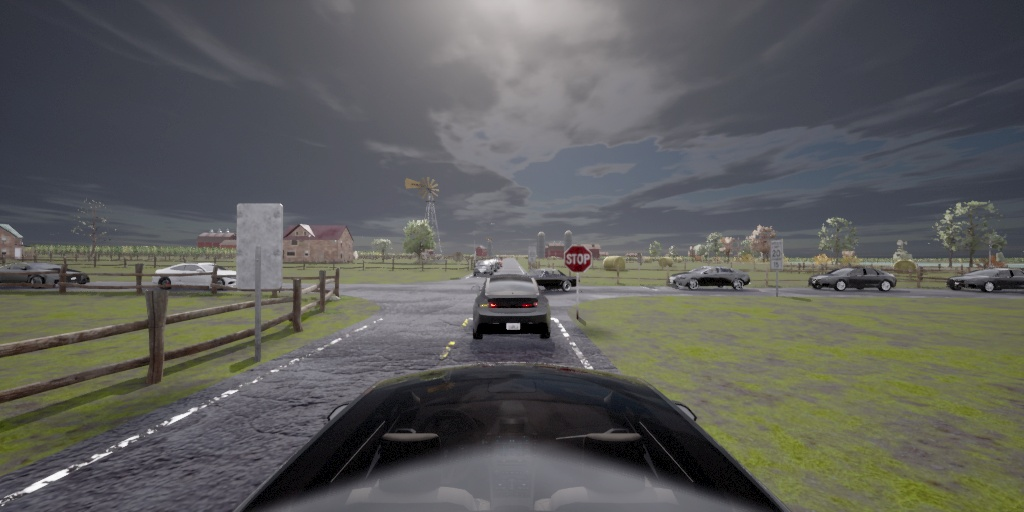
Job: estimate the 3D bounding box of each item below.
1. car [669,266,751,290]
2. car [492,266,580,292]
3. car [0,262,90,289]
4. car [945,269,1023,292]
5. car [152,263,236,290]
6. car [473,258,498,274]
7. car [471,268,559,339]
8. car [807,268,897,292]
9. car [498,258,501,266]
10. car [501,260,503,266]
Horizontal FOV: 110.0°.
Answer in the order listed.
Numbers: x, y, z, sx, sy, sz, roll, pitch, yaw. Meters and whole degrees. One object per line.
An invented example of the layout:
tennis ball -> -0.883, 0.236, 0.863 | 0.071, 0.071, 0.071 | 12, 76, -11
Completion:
car -> 12.797, 1.396, 23.337 | 4.902, 1.511, 2.128 | 1, -1, -2
car -> 1.499, 1.369, 20.108 | 4.718, 1.301, 1.895 | 1, 0, -35
car -> -26.364, 1.048, 19.895 | 4.181, 1.385, 1.994 | 1, -1, -1
car -> 31.701, 1.586, 23.630 | 4.892, 1.490, 1.837 | 1, -1, -1
car -> -17.244, 1.104, 20.018 | 4.674, 1.442, 1.812 | 1, -1, -1
car -> -2.860, 1.243, 36.748 | 2.128, 1.511, 4.902 | 0, 0, 0
car -> -0.075, 1.256, 10.062 | 1.837, 1.490, 4.892 | 0, 0, -2
car -> 22.199, 1.499, 23.508 | 4.892, 1.490, 1.837 | 1, -1, -1
car -> -2.854, 1.241, 46.194 | 2.128, 1.511, 4.902 | 0, 0, 0
car -> -2.823, 1.240, 55.736 | 2.128, 1.511, 4.902 | 0, 0, 0
